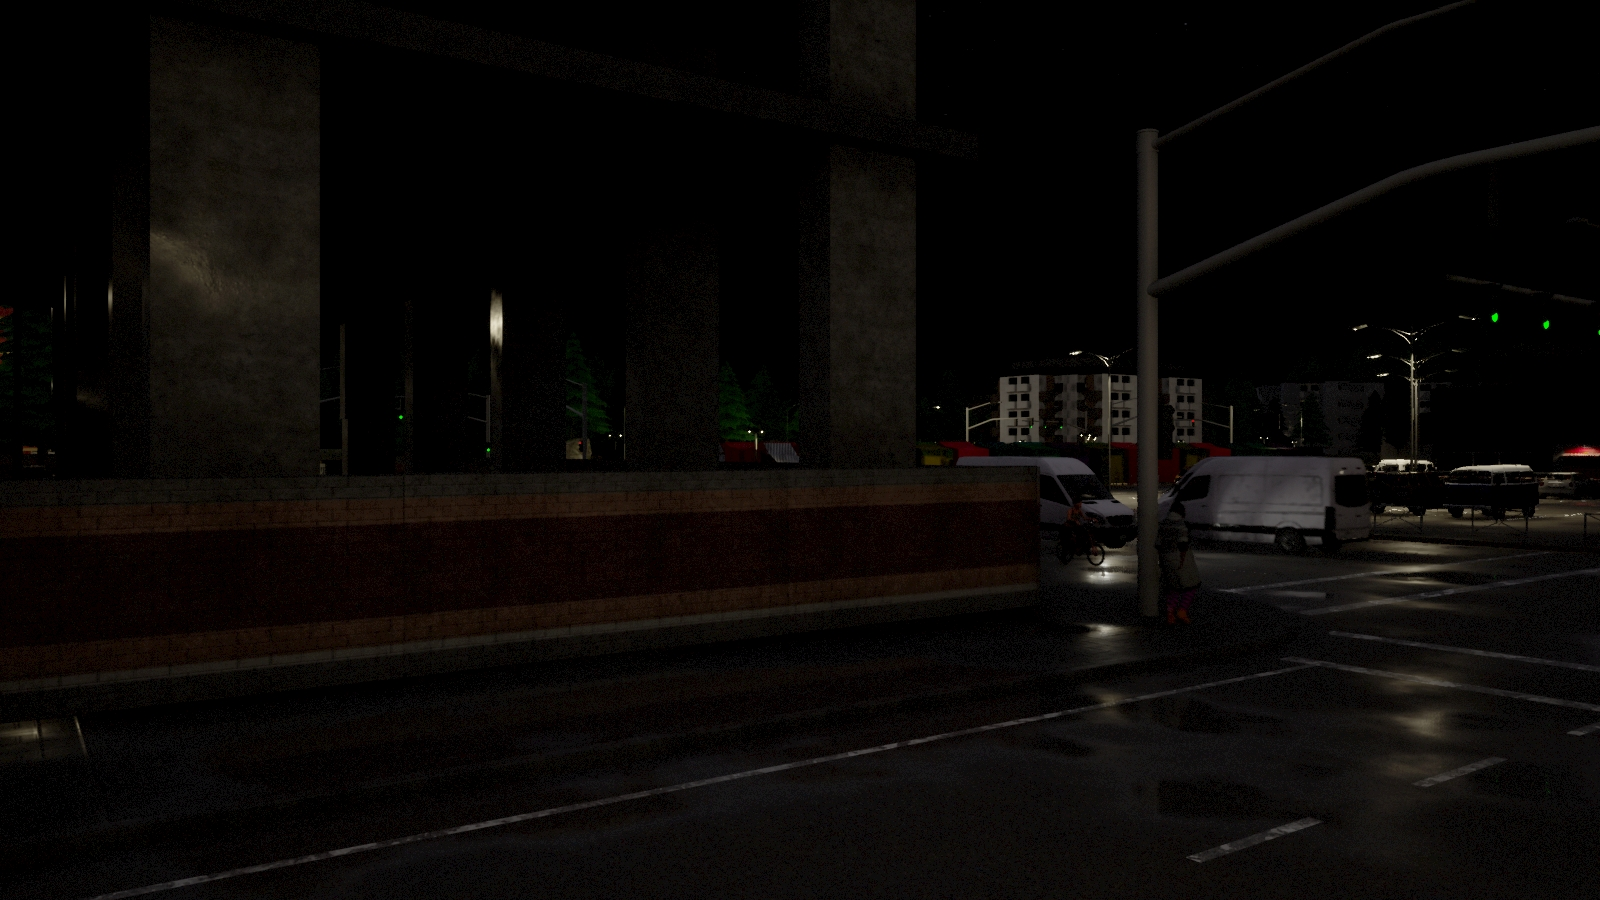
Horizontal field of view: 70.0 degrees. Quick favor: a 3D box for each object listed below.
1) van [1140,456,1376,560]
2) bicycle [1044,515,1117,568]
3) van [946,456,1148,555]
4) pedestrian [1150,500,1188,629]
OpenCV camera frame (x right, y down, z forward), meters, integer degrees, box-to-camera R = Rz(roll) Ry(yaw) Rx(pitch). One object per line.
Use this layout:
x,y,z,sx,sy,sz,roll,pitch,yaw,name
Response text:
12.415,1.469,31.445,1.988,2.561,5.915,0,0,-35,van
6.706,2.169,27.364,0.859,1.126,1.487,0,0,-35,bicycle
6.983,1.470,33.056,1.988,2.561,5.915,0,0,-35,van
5.498,1.691,17.023,0.375,1.860,0.375,0,0,-31,pedestrian
